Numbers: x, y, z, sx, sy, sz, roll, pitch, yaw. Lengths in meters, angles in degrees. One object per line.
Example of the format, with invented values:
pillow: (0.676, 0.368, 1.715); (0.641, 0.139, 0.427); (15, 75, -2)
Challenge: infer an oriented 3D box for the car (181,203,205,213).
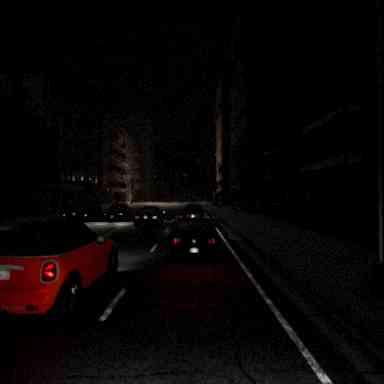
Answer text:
car: (0.082, 1.818, 30.609); (1.837, 1.490, 4.892); (0, -1, 0)

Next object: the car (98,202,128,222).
car: (-6.612, 1.812, 29.899); (1.837, 1.490, 4.892); (0, -1, 0)

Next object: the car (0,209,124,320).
car: (-3.182, 1.435, 7.688); (2.097, 1.767, 4.553); (0, -1, 0)

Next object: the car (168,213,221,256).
car: (0.087, 1.747, 13.713); (1.895, 1.301, 4.718); (0, -1, 0)

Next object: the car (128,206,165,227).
car: (-3.174, 1.810, 25.331); (2.033, 1.411, 5.357); (0, -1, 0)

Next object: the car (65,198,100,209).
car: (-9.860, 1.535, 30.570); (2.150, 2.045, 5.566); (0, -1, 0)
